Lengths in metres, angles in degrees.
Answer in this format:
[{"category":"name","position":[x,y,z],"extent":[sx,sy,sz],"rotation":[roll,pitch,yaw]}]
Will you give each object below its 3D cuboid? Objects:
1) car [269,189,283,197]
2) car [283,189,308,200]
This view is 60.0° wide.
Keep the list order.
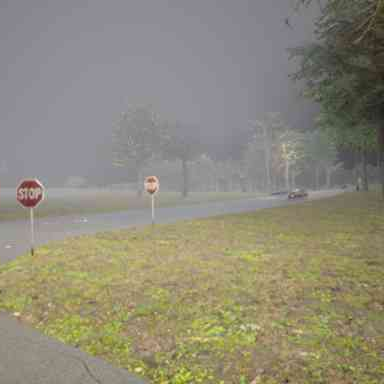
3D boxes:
[{"category":"car","position":[15.704,0.179,60.282],"extent":[1.895,1.301,4.718],"rotation":[-3,1,35]},{"category":"car","position":[14.885,0.262,46.834],"extent":[1.812,1.442,4.674],"rotation":[-2,0,35]}]
